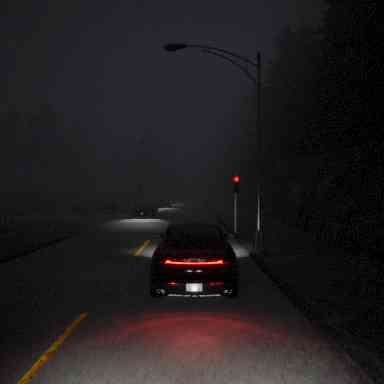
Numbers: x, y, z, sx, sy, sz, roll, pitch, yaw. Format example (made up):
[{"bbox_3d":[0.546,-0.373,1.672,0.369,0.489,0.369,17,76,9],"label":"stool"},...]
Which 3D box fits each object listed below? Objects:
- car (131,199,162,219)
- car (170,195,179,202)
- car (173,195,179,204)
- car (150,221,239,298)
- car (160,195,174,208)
[{"bbox_3d":[-4.091,1.564,29.272,1.994,1.385,4.181,0,0,0],"label":"car"},{"bbox_3d":[-3.980,1.417,77.555,1.882,1.535,5.008,0,0,0],"label":"car"},{"bbox_3d":[-4.031,1.477,64.018,1.882,1.535,5.008,0,0,0],"label":"car"},{"bbox_3d":[0.061,1.505,8.523,1.837,1.490,4.892,0,0,0],"label":"car"},{"bbox_3d":[-4.082,1.564,48.204,1.994,1.385,4.181,0,0,0],"label":"car"}]
